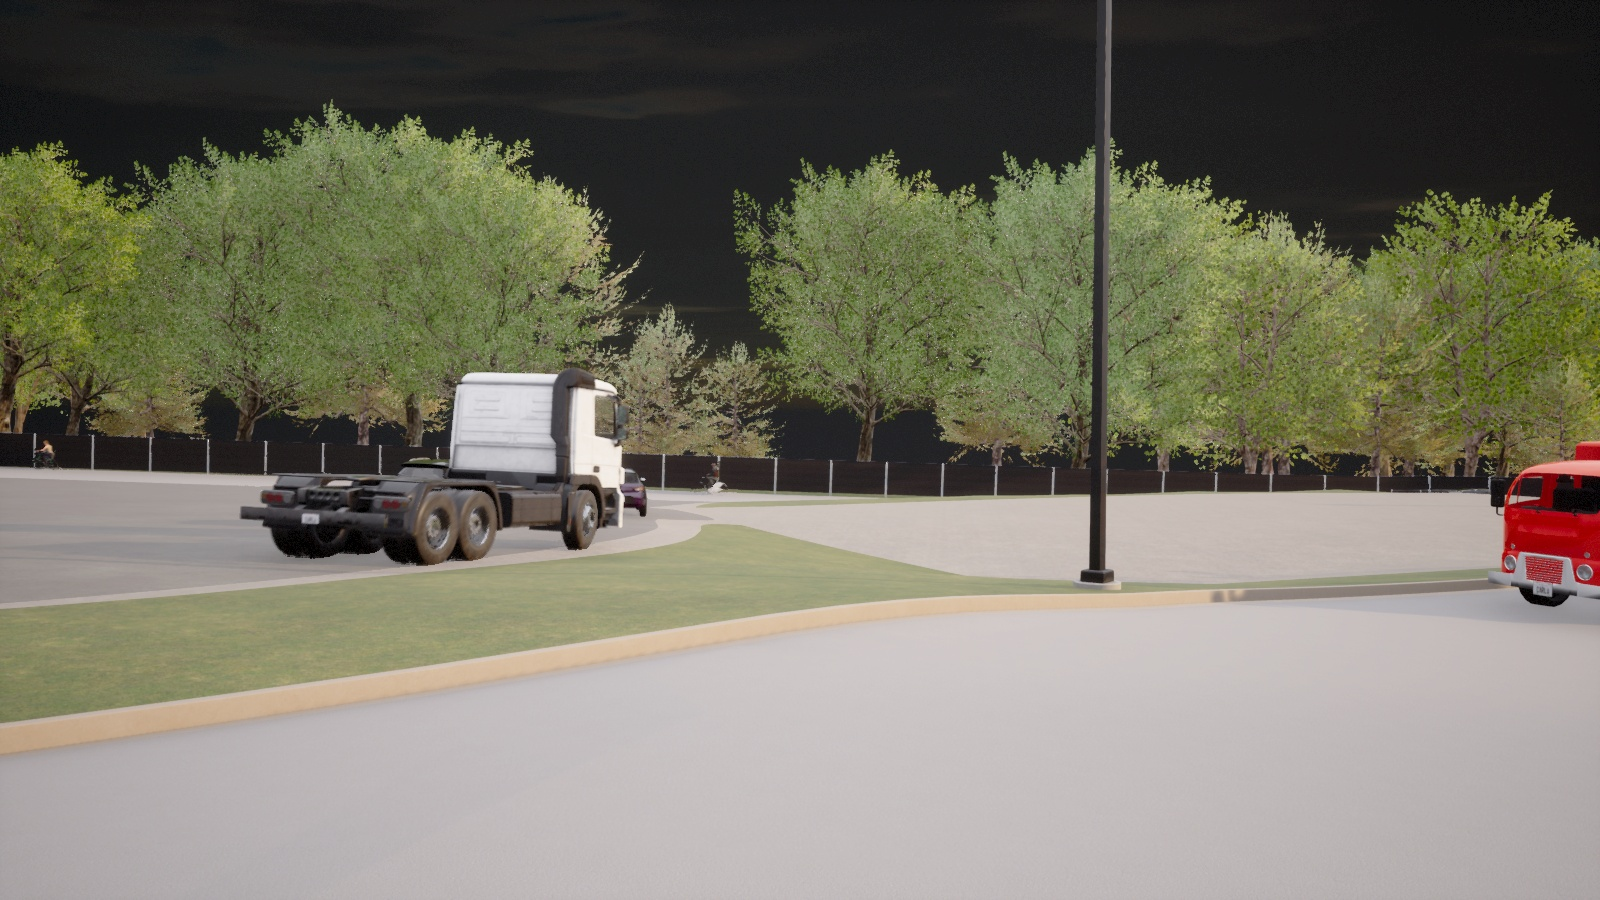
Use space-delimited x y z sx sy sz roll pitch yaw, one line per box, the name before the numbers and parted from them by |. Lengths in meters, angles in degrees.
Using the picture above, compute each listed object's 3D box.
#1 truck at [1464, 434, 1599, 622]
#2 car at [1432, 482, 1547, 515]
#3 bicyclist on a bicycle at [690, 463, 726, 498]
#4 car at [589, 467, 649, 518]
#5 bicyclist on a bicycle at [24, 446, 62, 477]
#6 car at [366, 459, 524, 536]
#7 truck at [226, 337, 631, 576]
truck | 12.802 1.018 18.327 5.204 2.467 2.627 0 2 -20
car | 35.826 2.502 65.333 4.892 1.490 1.837 1 2 5
bicyclist on a bicycle | -4.943 1.616 67.256 1.843 1.776 0.659 2 2 -5
car | -5.926 1.343 40.857 1.816 1.474 4.193 1 0 -9
bicyclist on a bicycle | -40.837 0.605 67.746 1.509 1.612 0.866 2 2 5
car | -8.451 1.092 30.401 2.033 1.649 4.856 2 -1 5
truck | -6.103 0.147 22.473 2.891 3.462 7.936 2 -1 17
